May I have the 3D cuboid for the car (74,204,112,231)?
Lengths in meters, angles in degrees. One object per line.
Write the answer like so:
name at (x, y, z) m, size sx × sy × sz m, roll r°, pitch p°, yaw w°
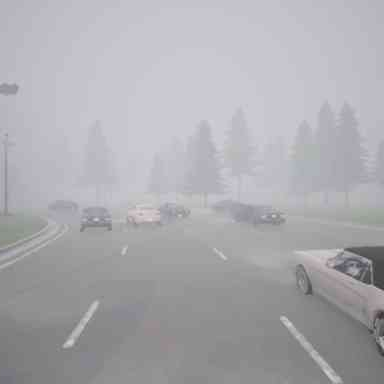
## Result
car at (-6.148, 1.599, 21.071) m, size 2.033 × 1.411 × 5.357 m, roll 0°, pitch 0°, yaw -18°

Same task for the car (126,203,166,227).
car at (-3.449, 1.565, 23.447) m, size 1.812 × 1.442 × 4.674 m, roll 0°, pitch 0°, yaw -19°

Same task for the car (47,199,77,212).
car at (-15.542, 1.625, 39.841) m, size 4.892 × 1.490 × 1.837 m, roll 0°, pitch 0°, yaw 39°

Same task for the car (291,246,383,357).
car at (3.370, 1.588, 5.756) m, size 1.895 × 1.301 × 4.718 m, roll 0°, pitch 0°, yaw -3°

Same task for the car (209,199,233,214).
car at (3.595, 1.516, 33.845) m, size 1.837 × 1.490 × 4.892 m, roll 1°, pitch -1°, yaw -28°

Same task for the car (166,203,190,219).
car at (-1.991, 1.637, 29.209) m, size 1.895 × 1.301 × 4.718 m, roll 0°, pitch 0°, yaw -27°

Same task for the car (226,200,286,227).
car at (4.392, 1.545, 22.816) m, size 2.033 × 1.411 × 5.357 m, roll 0°, pitch 0°, yaw -14°
